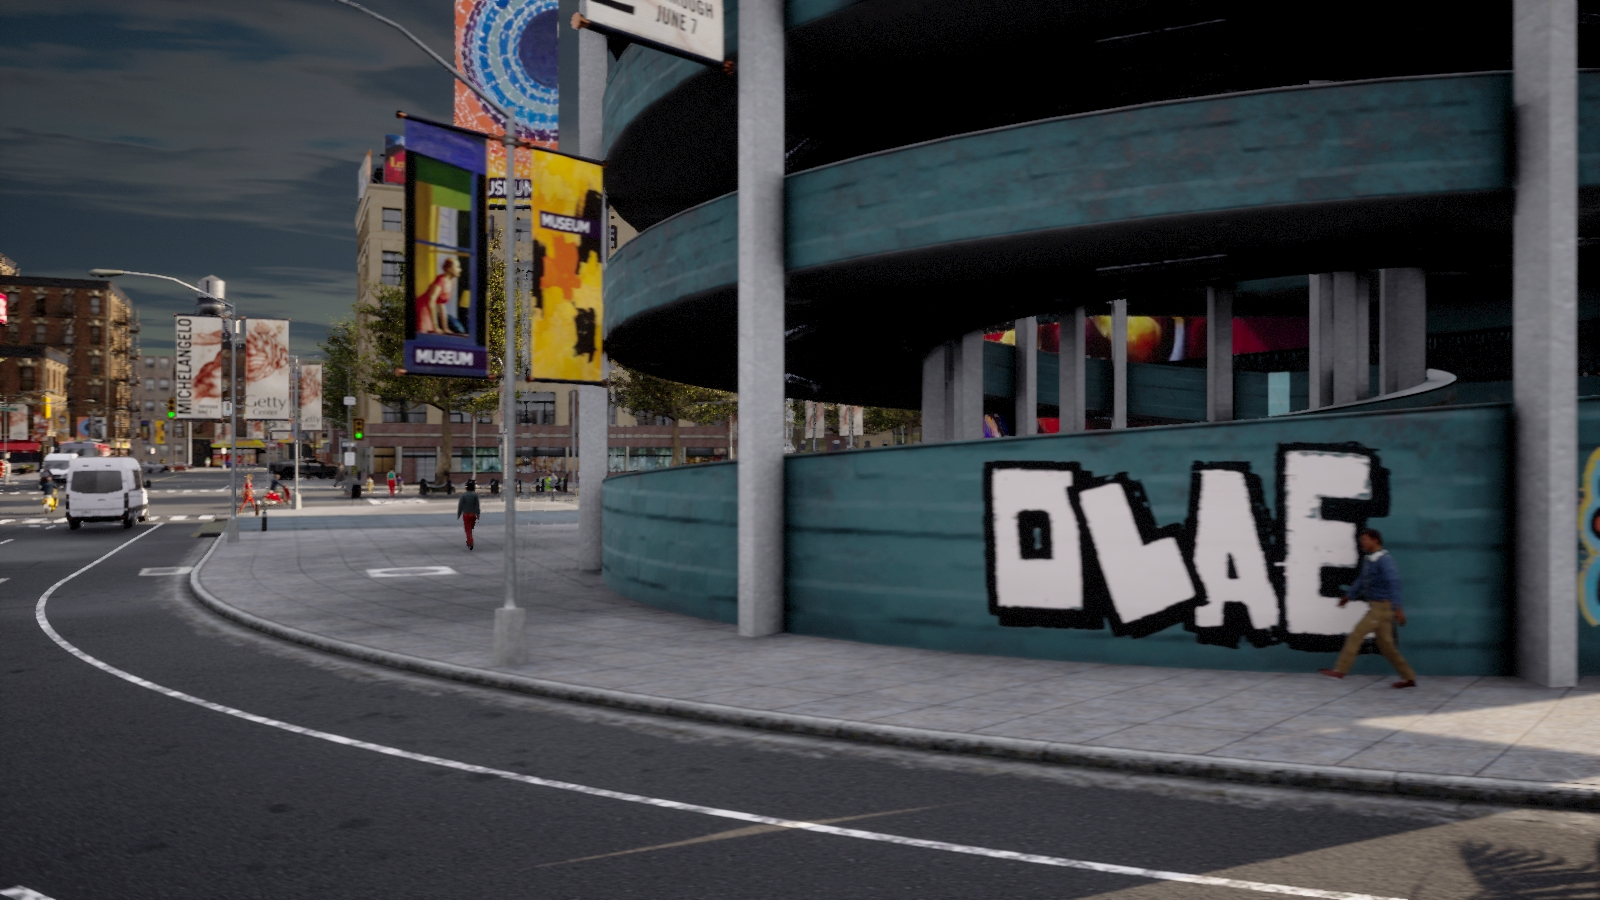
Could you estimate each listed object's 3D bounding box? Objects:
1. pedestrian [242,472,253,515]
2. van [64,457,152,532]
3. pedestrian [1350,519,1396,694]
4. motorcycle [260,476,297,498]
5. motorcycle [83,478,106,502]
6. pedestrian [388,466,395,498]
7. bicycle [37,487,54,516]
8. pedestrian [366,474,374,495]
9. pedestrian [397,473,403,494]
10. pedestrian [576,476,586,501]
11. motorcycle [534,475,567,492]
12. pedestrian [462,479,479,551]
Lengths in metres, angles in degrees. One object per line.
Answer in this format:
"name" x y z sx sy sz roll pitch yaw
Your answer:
"pedestrian" -23.891 1.871 49.389 0.375 1.860 0.375 0 0 -38
"van" -25.887 1.556 42.940 1.988 2.561 5.915 0 0 -23
"pedestrian" 6.297 1.705 12.569 0.375 1.860 0.375 0 0 14
"motorcycle" -31.549 2.218 69.125 0.856 1.236 1.805 2 1 32
"motorcycle" -38.779 2.213 62.848 0.856 1.236 1.805 0 0 -24
"pedestrian" -23.830 1.884 66.704 0.375 1.860 0.375 0 0 -17
"bicycle" -32.938 2.234 49.868 0.329 1.171 1.835 0 0 -25
"pedestrian" -26.984 2.168 71.646 0.375 1.300 0.375 0 0 -34
"pedestrian" -25.915 2.169 74.022 0.375 1.300 0.375 0 0 -16
"pedestrian" -11.563 2.011 60.298 0.375 1.300 0.375 0 0 -35
"motorcycle" -16.809 2.257 76.958 2.033 1.145 0.803 0 0 -24
"pedestrian" -8.683 1.713 30.105 0.375 1.860 0.375 0 0 -25
